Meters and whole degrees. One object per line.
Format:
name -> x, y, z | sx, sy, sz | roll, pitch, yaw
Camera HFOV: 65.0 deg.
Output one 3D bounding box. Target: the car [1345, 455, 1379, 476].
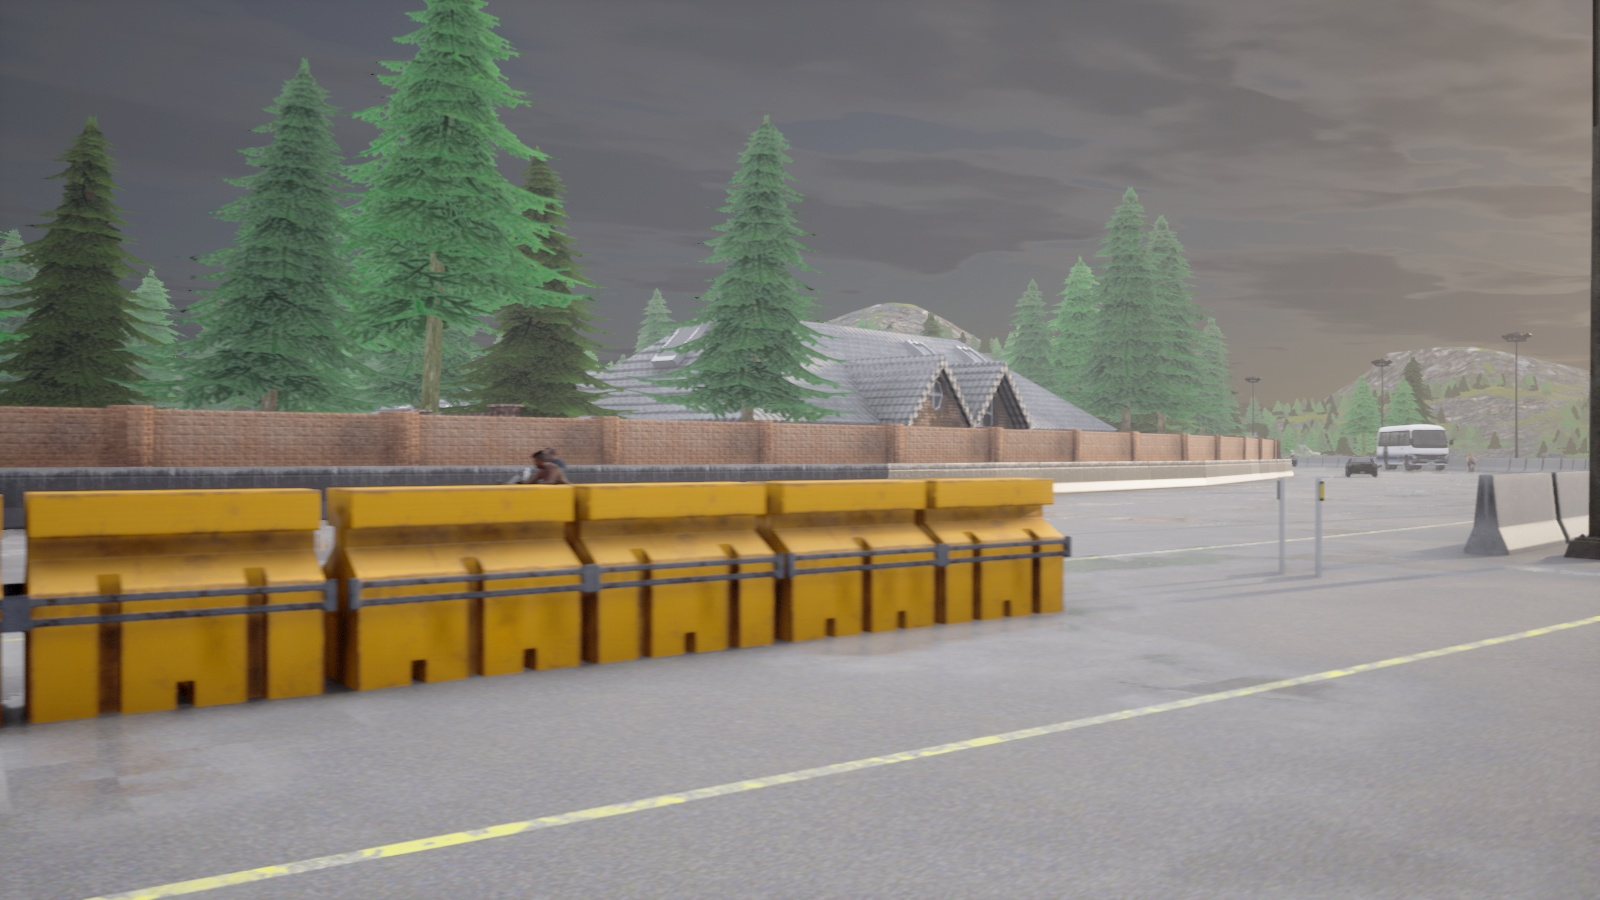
car -> 36.681, 0.977, 82.017 | 1.895, 1.301, 4.718 | 0, 0, 23
